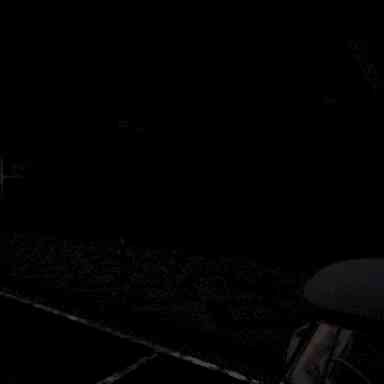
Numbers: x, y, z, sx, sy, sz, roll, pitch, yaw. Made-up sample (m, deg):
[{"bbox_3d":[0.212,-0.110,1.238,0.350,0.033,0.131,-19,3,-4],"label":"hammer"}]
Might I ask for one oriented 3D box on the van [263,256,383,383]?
[{"bbox_3d":[2.216,1.334,1.379,3.998,1.788,1.690,0,0,36],"label":"van"}]
